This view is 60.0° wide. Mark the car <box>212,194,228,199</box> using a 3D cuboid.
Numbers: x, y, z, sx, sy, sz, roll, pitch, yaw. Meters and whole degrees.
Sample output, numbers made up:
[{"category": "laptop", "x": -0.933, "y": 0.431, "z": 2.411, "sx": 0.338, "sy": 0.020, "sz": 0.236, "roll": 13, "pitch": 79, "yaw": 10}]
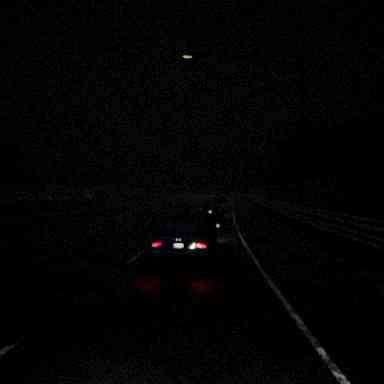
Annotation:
[{"category": "car", "x": 4.755, "y": 1.218, "z": 55.116, "sx": 1.837, "sy": 1.490, "sz": 4.892, "roll": 0, "pitch": 0, "yaw": 6}]

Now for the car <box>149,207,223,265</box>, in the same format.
[{"category": "car", "x": -0.091, "y": 1.486, "z": 11.525, "sx": 2.033, "sy": 1.411, "sz": 5.357, "roll": 0, "pitch": 0, "yaw": 6}]

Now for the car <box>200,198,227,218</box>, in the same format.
[{"category": "car", "x": 1.554, "y": 1.428, "z": 26.326, "sx": 1.994, "sy": 1.385, "sz": 4.181, "roll": 0, "pitch": 0, "yaw": 6}]

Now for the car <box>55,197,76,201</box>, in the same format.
[{"category": "car", "x": -14.759, "y": 1.306, "z": 38.749, "sx": 1.812, "sy": 1.442, "sz": 4.674, "roll": 0, "pitch": 1, "yaw": 7}]

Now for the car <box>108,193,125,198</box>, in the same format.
[{"category": "car", "x": -12.774, "y": 1.035, "z": 56.146, "sx": 2.097, "sy": 1.767, "sz": 4.553, "roll": 0, "pitch": 0, "yaw": 7}]

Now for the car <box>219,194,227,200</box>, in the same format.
[{"category": "car", "x": 7.270, "y": 1.170, "z": 77.739, "sx": 1.895, "sy": 1.301, "sz": 4.718, "roll": 0, "pitch": 0, "yaw": 6}]
